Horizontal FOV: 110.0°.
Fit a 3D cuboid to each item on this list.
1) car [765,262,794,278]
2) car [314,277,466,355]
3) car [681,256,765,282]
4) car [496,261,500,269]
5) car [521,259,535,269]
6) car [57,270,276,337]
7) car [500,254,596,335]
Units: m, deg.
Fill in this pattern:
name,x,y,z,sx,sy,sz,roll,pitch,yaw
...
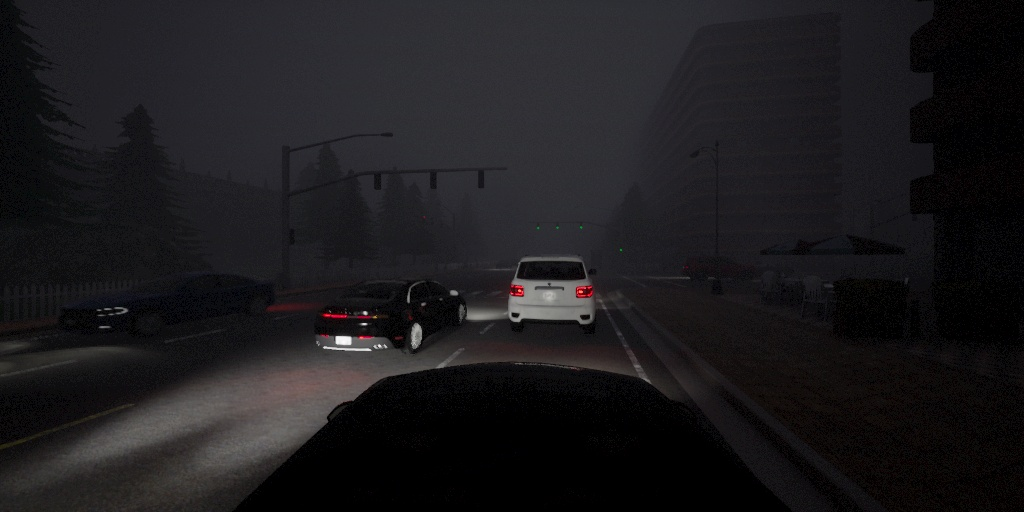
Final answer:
name,x,y,z,sx,sy,sz,roll,pitch,yaw
car,22.461,1.297,32.316,4.902,1.511,2.128,0,0,10
car,-2.585,1.256,8.808,1.837,1.490,4.892,0,0,10
car,16.912,1.028,29.443,5.566,2.045,2.150,0,0,9
car,-1.255,1.276,57.426,1.812,1.442,4.674,0,0,10
car,2.682,1.276,59.561,1.812,1.442,4.674,0,0,10
car,-9.549,1.227,10.566,1.882,1.535,5.008,0,0,10
car,1.329,0.972,10.769,2.150,2.045,5.566,0,0,10
